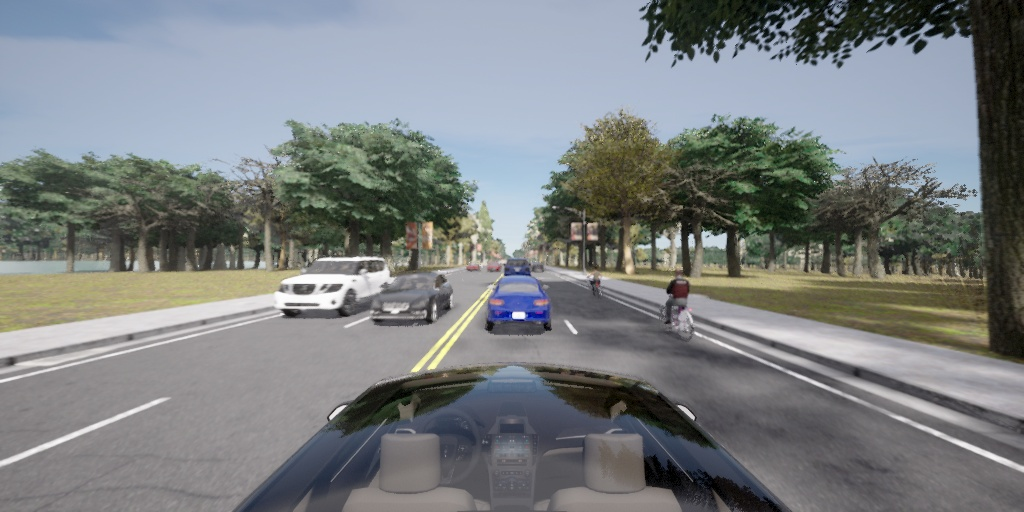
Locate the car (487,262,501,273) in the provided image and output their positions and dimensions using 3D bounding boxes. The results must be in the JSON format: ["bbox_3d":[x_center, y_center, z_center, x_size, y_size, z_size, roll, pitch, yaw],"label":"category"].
[{"bbox_3d":[-2.698,1.644,53.430,1.882,1.535,5.008,0,-1,1],"label":"car"}]

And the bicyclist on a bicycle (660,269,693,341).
[{"bbox_3d":[4.221,1.202,9.301,0.659,1.776,1.843,0,0,1],"label":"bicyclist on a bicycle"}]

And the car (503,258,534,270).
[{"bbox_3d":[0.436,1.199,30.148,2.150,2.045,5.566,0,0,1],"label":"car"}]

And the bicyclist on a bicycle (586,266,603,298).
[{"bbox_3d":[4.318,1.341,18.573,0.866,1.612,1.509,0,-1,1],"label":"bicyclist on a bicycle"}]

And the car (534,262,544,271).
[{"bbox_3d":[4.021,1.740,57.063,1.837,1.490,4.892,0,-1,1],"label":"car"}]

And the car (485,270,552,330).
[{"bbox_3d":[0.200,1.353,11.355,1.812,1.442,4.674,0,0,1],"label":"car"}]

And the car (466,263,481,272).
[{"bbox_3d":[-5.917,1.769,55.344,1.895,1.301,4.718,0,-1,1],"label":"car"}]

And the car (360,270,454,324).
[{"bbox_3d":[-3.233,1.323,12.450,1.837,1.490,4.892,0,0,1],"label":"car"}]

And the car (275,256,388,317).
[{"bbox_3d":[-6.465,1.034,13.829,2.150,2.045,5.566,0,0,1],"label":"car"}]
